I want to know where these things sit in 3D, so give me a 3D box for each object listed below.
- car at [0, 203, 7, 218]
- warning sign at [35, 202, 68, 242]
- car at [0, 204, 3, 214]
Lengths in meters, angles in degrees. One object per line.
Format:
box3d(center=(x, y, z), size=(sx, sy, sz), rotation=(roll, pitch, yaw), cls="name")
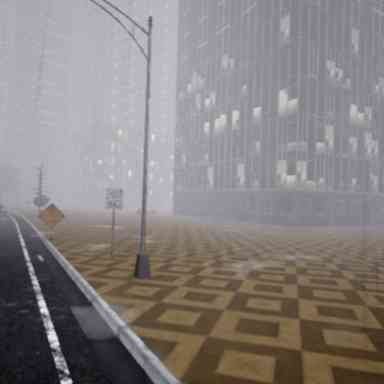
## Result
box3d(center=(-22.678, 1.989, 38.489), size=(2.097, 1.767, 4.553), rotation=(3, -2, -31), cls="car")
box3d(center=(-7.045, 1.484, 16.671), size=(1.300, 1.860, 1.060), rotation=(3, -2, -29), cls="warning sign")
box3d(center=(-27.944, 2.354, 46.908), size=(1.895, 1.301, 4.718), rotation=(3, -2, -33), cls="car")
